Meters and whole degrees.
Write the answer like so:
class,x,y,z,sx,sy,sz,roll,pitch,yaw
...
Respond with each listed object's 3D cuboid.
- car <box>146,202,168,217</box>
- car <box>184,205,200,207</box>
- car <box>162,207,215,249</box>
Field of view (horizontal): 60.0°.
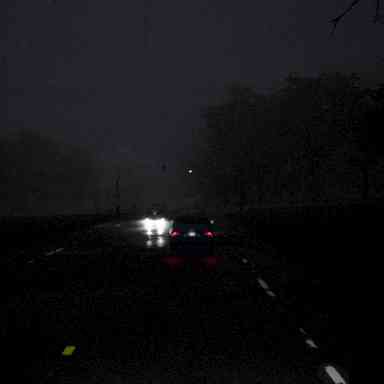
class,x,y,z,sx,sy,sz,roll,pitch,yaw
car,-3.500,1.753,33.685,2.128,1.511,4.902,0,-1,0
car,0.000,1.810,29.714,1.895,1.301,4.718,0,-1,0
car,0.000,1.618,14.683,2.033,1.411,5.357,0,0,0
